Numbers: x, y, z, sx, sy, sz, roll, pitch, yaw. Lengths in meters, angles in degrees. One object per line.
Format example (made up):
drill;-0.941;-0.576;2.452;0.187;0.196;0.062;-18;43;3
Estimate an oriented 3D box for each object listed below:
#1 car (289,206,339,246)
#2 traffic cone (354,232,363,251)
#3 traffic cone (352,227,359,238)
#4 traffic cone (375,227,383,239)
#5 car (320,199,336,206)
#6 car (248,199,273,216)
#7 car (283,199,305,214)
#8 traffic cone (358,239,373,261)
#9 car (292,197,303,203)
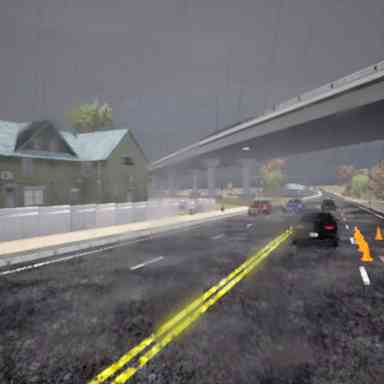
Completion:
car;5.921;1.611;15.807;1.812;1.442;4.674;-1;-1;23
traffic cone;6.686;2.005;13.083;0.340;0.580;0.340;-1;-1;23
traffic cone;7.478;2.013;14.920;0.340;0.580;0.340;-1;-1;23
traffic cone;9.189;2.008;16.359;0.340;0.580;0.340;-1;-1;23
car;19.073;1.743;46.677;1.837;1.490;4.892;-1;-1;23
car;7.607;1.626;36.751;2.097;1.767;4.553;-1;0;23
car;11.857;1.592;38.427;2.097;1.767;4.553;-1;0;23
traffic cone;5.894;1.996;11.247;0.340;0.580;0.340;-1;-1;23
car;23.731;1.798;74.828;1.895;1.301;4.718;-1;-1;23
